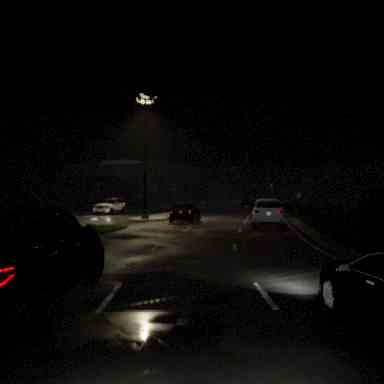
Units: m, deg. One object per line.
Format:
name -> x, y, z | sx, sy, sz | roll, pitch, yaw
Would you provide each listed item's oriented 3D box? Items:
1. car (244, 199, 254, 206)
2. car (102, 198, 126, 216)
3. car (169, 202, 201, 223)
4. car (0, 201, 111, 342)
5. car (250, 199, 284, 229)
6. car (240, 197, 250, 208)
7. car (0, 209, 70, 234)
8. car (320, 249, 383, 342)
car -> 14.046, 2.596, 81.889 | 2.128, 1.511, 4.902 | 0, -1, 12
car -> -10.028, 1.776, 40.993 | 2.150, 2.045, 5.566 | 0, -1, 13
car -> -0.515, 1.743, 29.438 | 2.097, 1.767, 4.553 | 0, -1, 11
car -> -3.428, 1.316, 6.759 | 2.150, 2.045, 5.566 | 0, -1, -1
car -> 5.662, 1.547, 24.901 | 2.150, 2.045, 5.566 | 0, -1, 11
car -> 10.825, 2.095, 66.735 | 2.150, 2.045, 5.566 | 0, -1, 12
car -> -10.597, 1.911, 22.696 | 1.895, 1.301, 4.718 | 0, -1, 15
car -> 3.542, 1.569, 4.938 | 1.837, 1.490, 4.892 | 0, -1, 0
